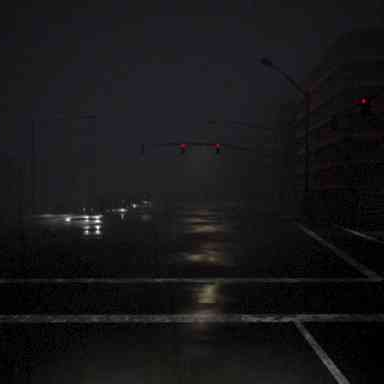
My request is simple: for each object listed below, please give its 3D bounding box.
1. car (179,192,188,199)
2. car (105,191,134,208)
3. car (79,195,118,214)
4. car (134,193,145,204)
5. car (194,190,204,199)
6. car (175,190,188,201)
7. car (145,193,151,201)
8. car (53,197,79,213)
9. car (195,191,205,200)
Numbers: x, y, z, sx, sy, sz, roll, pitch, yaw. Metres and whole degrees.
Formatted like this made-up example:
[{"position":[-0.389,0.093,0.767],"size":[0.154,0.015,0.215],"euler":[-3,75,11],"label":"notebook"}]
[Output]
[{"position":[-1.867,0.709,76.175],"size":[1.812,1.442,4.674],"euler":[0,1,1],"label":"car"},{"position":[-9.389,1.099,43.289],"size":[2.097,1.767,4.553],"euler":[0,1,1],"label":"car"},{"position":[-9.509,1.364,34.248],"size":[2.128,1.511,4.902],"euler":[0,1,1],"label":"car"},{"position":[-9.264,1.124,52.934],"size":[2.033,1.411,5.357],"euler":[0,1,1],"label":"car"},{"position":[1.627,0.544,75.782],"size":[2.097,1.767,4.553],"euler":[0,1,1],"label":"car"},{"position":[-1.943,0.617,63.074],"size":[2.150,2.045,5.566],"euler":[0,1,1],"label":"car"},{"position":[-9.074,0.938,63.468],"size":[2.033,1.411,5.357],"euler":[0,1,1],"label":"car"},{"position":[-12.997,1.341,35.315],"size":[1.882,1.535,5.008],"euler":[0,1,1],"label":"car"},{"position":[1.594,0.845,65.392],"size":[2.128,1.511,4.902],"euler":[0,1,1],"label":"car"}]
